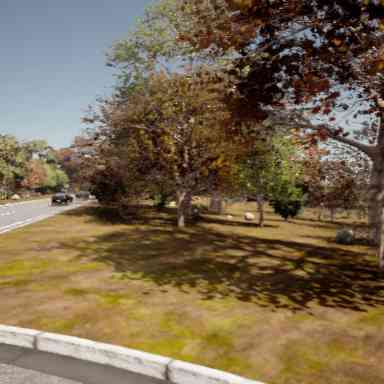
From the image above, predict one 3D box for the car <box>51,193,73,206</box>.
[{"bbox_3d":[-16.246,0.857,41.824,1.882,1.535,5.008,0,1,-10],"label":"car"}]
